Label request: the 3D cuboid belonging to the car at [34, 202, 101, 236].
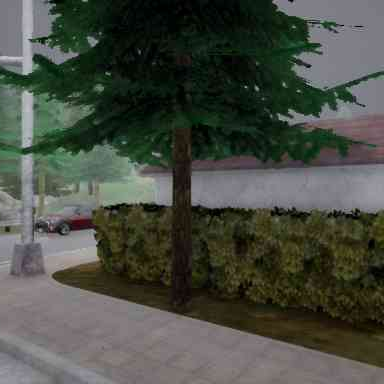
[{"bbox_3d":[-7.086,1.543,20.219,2.097,1.767,4.553,0,0,35],"label":"car"}]
